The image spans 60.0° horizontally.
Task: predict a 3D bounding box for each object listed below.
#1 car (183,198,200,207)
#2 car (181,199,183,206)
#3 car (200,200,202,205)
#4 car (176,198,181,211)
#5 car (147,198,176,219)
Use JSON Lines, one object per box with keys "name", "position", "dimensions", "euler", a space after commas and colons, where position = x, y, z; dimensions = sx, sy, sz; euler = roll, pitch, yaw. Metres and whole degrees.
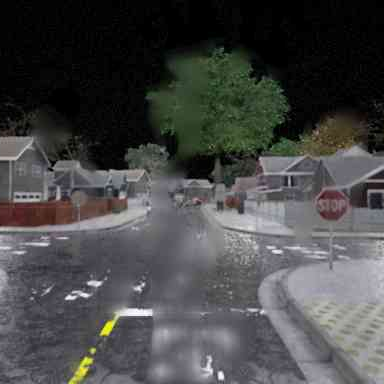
{"name": "car", "position": [-0.090, 1.905, 57.493], "dimensions": [2.033, 1.411, 5.357], "euler": [0, -1, 1]}
{"name": "car", "position": [-2.659, 1.968, 62.182], "dimensions": [1.837, 1.490, 4.892], "euler": [0, -1, 4]}
{"name": "car", "position": [0.795, 1.948, 68.091], "dimensions": [1.882, 1.535, 5.008], "euler": [0, -1, 12]}
{"name": "car", "position": [-2.915, 1.586, 43.873], "dimensions": [2.097, 1.767, 4.553], "euler": [0, -1, 0]}
{"name": "car", "position": [-2.896, 1.465, 30.679], "dimensions": [2.097, 1.767, 4.553], "euler": [0, -1, 0]}
